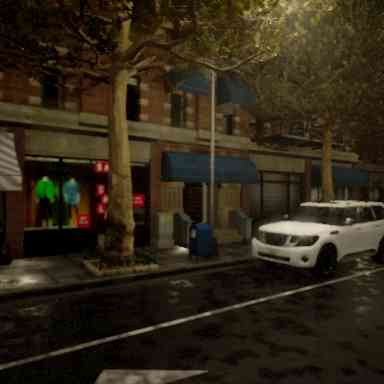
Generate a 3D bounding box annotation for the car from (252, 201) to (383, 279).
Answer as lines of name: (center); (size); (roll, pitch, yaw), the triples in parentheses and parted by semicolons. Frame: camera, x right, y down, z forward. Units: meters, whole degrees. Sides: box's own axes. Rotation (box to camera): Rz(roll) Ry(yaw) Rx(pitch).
car: (4.465, 1.320, 10.800); (5.566, 2.045, 2.435); (1, 0, -36)
